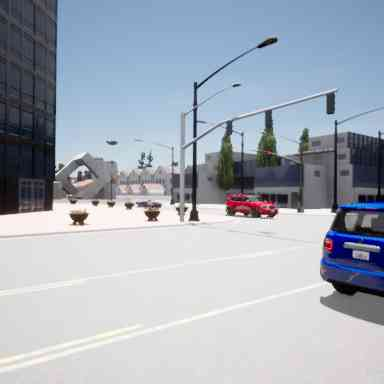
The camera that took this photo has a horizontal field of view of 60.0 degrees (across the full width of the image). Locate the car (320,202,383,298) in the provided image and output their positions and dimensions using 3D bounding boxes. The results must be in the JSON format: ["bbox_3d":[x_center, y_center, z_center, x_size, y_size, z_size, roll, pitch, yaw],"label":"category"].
[{"bbox_3d":[5.231,1.239,7.526,5.566,2.045,2.150,0,0,-35],"label":"car"}]

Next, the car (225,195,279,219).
[{"bbox_3d":[5.413,1.312,30.853,2.150,2.045,5.566,1,-1,-34],"label":"car"}]

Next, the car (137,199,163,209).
[{"bbox_3d":[-6.002,1.695,47.314,1.895,1.301,4.718,1,-1,-35],"label":"car"}]
